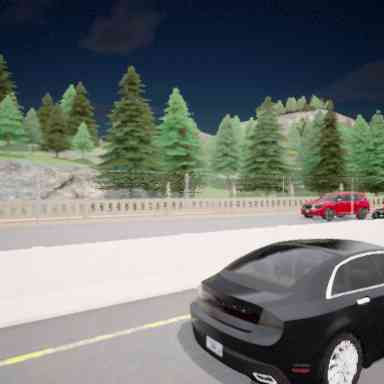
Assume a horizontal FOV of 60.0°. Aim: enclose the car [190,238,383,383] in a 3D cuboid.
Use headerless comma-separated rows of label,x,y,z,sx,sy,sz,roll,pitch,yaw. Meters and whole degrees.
car,2.291,1.471,5.046,4.892,1.490,1.837,0,0,-33
